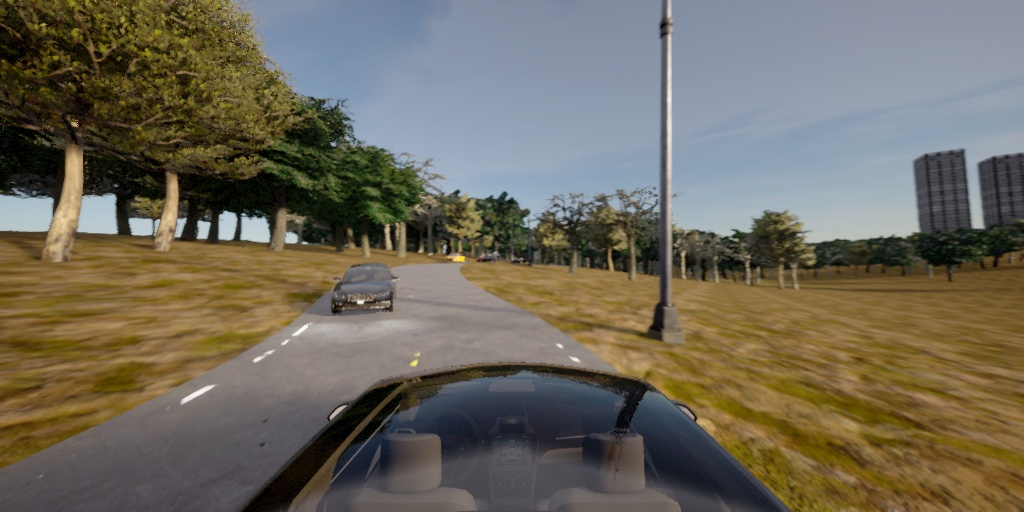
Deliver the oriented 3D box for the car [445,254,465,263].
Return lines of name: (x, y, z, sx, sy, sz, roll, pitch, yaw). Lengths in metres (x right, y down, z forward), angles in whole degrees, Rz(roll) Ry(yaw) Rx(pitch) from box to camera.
car: (-8.739, 0.360, 55.202, 1.882, 1.535, 5.008, -2, -2, 11)

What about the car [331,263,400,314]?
car: (-5.177, 1.044, 13.011, 1.837, 1.490, 4.892, 0, 2, -16)

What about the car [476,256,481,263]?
car: (-4.407, 0.571, 61.074, 1.895, 1.301, 4.718, -2, -3, 16)

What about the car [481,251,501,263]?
car: (-2.836, 0.078, 53.157, 1.970, 1.475, 3.806, -2, -1, 10)
